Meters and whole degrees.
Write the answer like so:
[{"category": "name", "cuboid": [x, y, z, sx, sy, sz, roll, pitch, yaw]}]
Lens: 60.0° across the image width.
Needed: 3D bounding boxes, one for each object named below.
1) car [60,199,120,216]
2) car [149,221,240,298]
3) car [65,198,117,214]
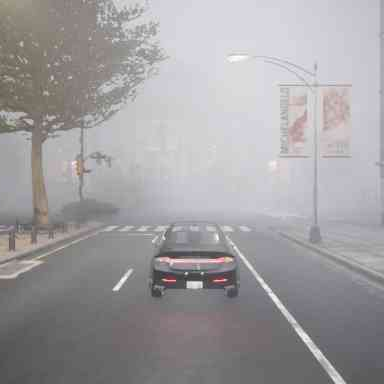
[{"category": "car", "cuboid": [-9.773, 1.547, 32.106, 5.357, 1.411, 2.033, 0, 0, 0]}, {"category": "car", "cuboid": [0.060, 1.491, 8.530, 2.128, 1.511, 4.902, 0, 0, 0]}, {"category": "car", "cuboid": [-10.710, 1.477, 35.611, 5.008, 1.535, 1.882, 0, 0, 0]}]
